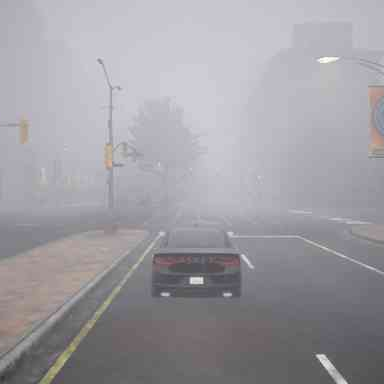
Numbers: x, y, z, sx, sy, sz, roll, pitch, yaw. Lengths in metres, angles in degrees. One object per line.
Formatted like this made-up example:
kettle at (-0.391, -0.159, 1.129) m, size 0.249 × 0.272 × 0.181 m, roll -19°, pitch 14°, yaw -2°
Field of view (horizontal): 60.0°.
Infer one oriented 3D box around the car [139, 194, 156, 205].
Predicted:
car at (-7.865, 1.505, 56.597) m, size 1.837 × 1.490 × 4.892 m, roll 0°, pitch 0°, yaw 1°

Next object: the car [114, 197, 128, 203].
car at (-14.490, 1.595, 67.967) m, size 1.895 × 1.301 × 4.718 m, roll 0°, pitch 0°, yaw 0°

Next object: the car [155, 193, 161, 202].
car at (-7.782, 1.526, 65.856) m, size 1.812 × 1.442 × 4.674 m, roll 0°, pitch 0°, yaw 1°

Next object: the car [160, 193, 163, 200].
car at (-7.707, 1.225, 76.608) m, size 2.150 × 2.045 × 5.566 m, roll 0°, pitch 0°, yaw 0°

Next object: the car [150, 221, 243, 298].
car at (0.110, 1.478, 8.590) m, size 1.882 × 1.535 × 5.008 m, roll 0°, pitch 0°, yaw 1°
